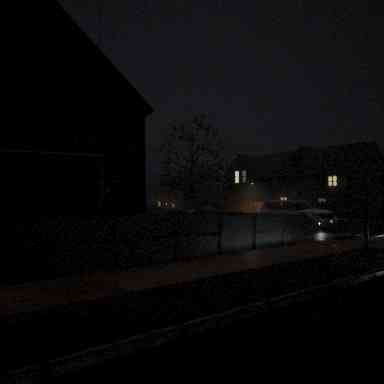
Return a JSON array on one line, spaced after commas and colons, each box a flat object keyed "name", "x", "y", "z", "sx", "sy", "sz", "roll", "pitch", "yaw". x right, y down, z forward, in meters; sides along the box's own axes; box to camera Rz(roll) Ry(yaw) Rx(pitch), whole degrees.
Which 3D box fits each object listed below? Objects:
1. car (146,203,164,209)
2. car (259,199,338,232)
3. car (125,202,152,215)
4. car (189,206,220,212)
[{"name": "car", "x": -4.625, "y": 2.308, "z": 39.308, "sx": 1.837, "sy": 1.490, "sz": 4.892, "roll": -1, "pitch": -1, "yaw": -36}, {"name": "car", "x": 7.093, "y": 1.550, "z": 23.016, "sx": 2.150, "sy": 2.045, "sz": 5.566, "roll": -1, "pitch": -1, "yaw": -36}, {"name": "car", "x": -7.884, "y": 2.340, "z": 48.784, "sx": 2.097, "sy": 1.767, "sz": 4.553, "roll": -1, "pitch": -1, "yaw": -35}, {"name": "car", "x": 1.387, "y": 2.085, "z": 30.937, "sx": 1.812, "sy": 1.442, "sz": 4.674, "roll": -1, "pitch": -1, "yaw": -36}]
